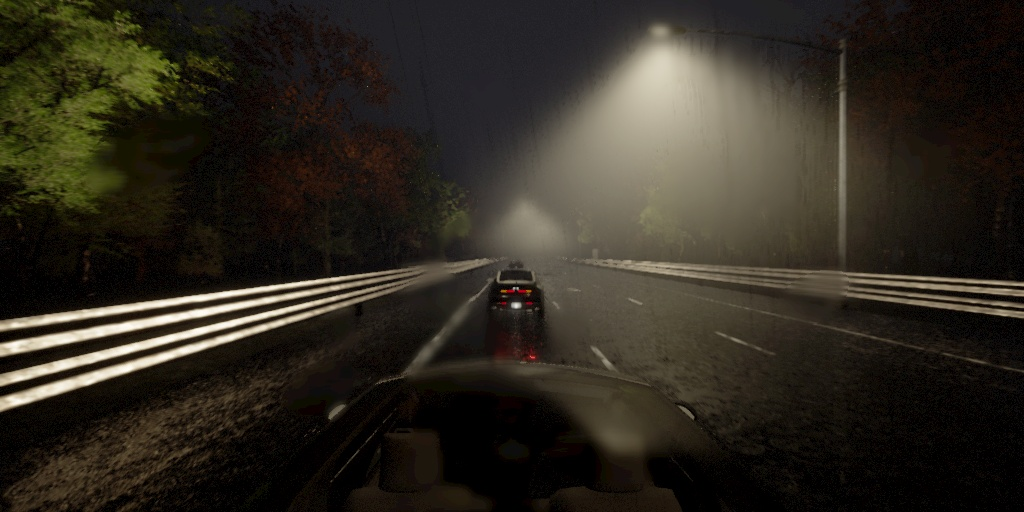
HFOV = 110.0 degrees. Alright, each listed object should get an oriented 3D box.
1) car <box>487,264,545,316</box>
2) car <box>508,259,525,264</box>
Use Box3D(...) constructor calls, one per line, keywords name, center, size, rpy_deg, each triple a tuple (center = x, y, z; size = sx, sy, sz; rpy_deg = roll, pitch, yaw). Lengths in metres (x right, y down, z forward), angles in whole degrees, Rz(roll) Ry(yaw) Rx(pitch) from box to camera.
Box3D(name="car", center=(0.139, 1.219, 13.113), size=(1.837, 1.490, 4.892), rpy_deg=(0, 0, 0))
Box3D(name="car", center=(0.547, 1.102, 44.857), size=(2.128, 1.511, 4.902), rpy_deg=(0, 0, 1))
